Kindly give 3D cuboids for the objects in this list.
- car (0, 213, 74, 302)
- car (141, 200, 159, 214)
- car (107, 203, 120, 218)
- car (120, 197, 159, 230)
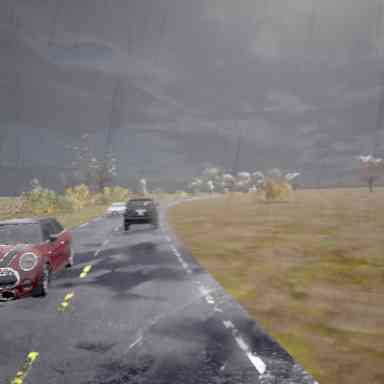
[{"bbox_3d":[-4.559,1.512,8.762,2.097,1.767,4.553,-1,0,-10],"label":"car"},{"bbox_3d":[-5.029,1.793,40.411,1.812,1.442,4.674,-2,0,-4],"label":"car"},{"bbox_3d":[-7.699,1.854,34.832,1.812,1.442,4.674,-2,0,-4],"label":"car"},{"bbox_3d":[-3.432,1.395,22.838,2.150,2.045,5.566,-2,0,-7],"label":"car"}]
